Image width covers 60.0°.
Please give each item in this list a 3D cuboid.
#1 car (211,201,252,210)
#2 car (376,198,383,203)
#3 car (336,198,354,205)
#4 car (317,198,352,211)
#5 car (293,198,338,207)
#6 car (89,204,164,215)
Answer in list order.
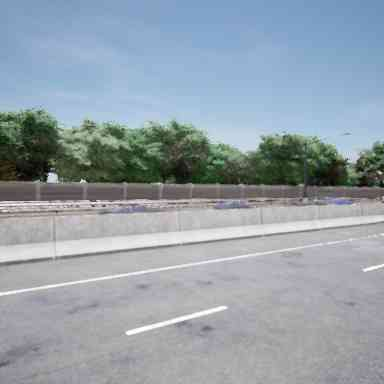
[{"bbox_3d":[3.896,1.565,32.596,4.181,1.385,1.994,0,0,-36],"label":"car"},{"bbox_3d":[22.527,1.099,37.254,5.008,1.535,1.882,0,0,-36],"label":"car"},{"bbox_3d":[15.950,1.481,36.894,5.008,1.535,1.882,0,0,-35],"label":"car"},{"bbox_3d":[18.431,1.549,42.930,4.892,1.490,1.837,0,0,-36],"label":"car"},{"bbox_3d":[9.961,1.505,28.331,4.892,1.490,1.837,0,0,-36],"label":"car"},{"bbox_3d":[-4.364,1.549,22.377,5.357,1.411,2.033,0,0,-36],"label":"car"}]
